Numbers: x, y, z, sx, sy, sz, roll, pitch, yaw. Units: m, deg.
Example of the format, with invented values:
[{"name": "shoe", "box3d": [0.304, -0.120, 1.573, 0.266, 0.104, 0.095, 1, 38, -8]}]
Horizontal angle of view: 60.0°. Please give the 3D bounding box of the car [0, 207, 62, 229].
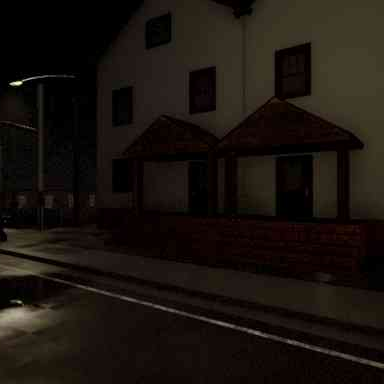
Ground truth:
[{"name": "car", "box3d": [-14.452, 2.341, 29.808, 2.150, 2.045, 5.566, 0, -9, 36]}]
